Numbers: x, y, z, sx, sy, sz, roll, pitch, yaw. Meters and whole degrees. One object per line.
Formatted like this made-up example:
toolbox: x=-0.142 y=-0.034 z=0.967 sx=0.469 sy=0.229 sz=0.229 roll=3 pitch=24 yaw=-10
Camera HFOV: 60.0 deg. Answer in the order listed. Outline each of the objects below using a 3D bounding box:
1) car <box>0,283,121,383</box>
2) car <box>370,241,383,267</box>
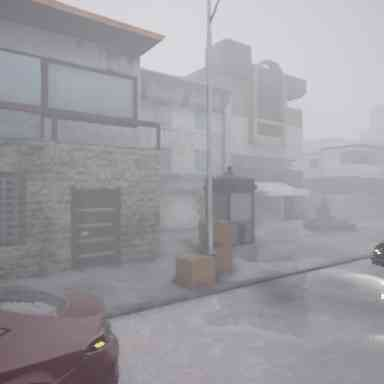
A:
car: x=-2.879 y=1.527 z=2.535 sx=4.674 sy=1.442 sz=1.812 roll=0 pitch=0 yaw=-36
car: x=7.529 y=1.525 z=9.951 sx=5.357 sy=1.411 sz=2.033 roll=0 pitch=0 yaw=-35
